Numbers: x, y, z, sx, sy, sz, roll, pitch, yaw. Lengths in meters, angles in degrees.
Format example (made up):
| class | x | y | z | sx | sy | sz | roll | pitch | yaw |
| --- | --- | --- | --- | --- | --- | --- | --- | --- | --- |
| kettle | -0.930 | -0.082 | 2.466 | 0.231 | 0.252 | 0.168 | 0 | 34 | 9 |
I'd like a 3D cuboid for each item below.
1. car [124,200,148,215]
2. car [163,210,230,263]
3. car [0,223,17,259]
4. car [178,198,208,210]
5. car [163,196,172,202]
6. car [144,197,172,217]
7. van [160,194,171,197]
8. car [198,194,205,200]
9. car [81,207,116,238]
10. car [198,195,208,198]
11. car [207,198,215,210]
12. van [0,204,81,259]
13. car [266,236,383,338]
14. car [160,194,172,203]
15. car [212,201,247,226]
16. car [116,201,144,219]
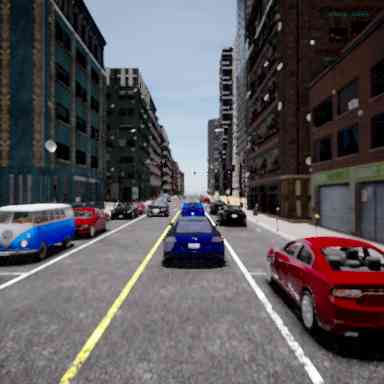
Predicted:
| class | x | y | z | sx | sy | sz | roll | pitch | yaw |
| --- | --- | --- | --- | --- | --- | --- | --- | --- | --- |
| car | -5.680 | 1.588 | 34.291 | 1.802 | 1.307 | 4.206 | 0 | 0 | 0 |
| car | 0.074 | 1.564 | 11.921 | 1.994 | 1.385 | 4.181 | 0 | 0 | 0 |
| car | -5.683 | 1.567 | 6.674 | 1.947 | 1.339 | 4.313 | 0 | 0 | 0 |
| car | 0.080 | 1.481 | 27.452 | 1.882 | 1.535 | 5.008 | 0 | 0 | 0 |
| car | -5.675 | 1.580 | 77.742 | 1.887 | 1.381 | 4.507 | 0 | 0 | 0 |
| car | -3.067 | 1.497 | 30.950 | 2.128 | 1.511 | 4.902 | 0 | 0 | 0 |
| van | -5.675 | 1.367 | 66.686 | 1.690 | 1.788 | 3.998 | 0 | 0 | 0 |
| car | 2.708 | 1.492 | 94.322 | 1.967 | 1.590 | 4.097 | 0 | 0 | 0 |
| car | -5.681 | 1.546 | 17.721 | 1.887 | 1.381 | 4.507 | 0 | 0 | 0 |
| car | 2.704 | 1.607 | 66.684 | 1.802 | 1.307 | 4.206 | 0 | 0 | 0 |
| car | 2.701 | 1.571 | 34.278 | 1.947 | 1.339 | 4.313 | 0 | 0 | 0 |
| van | -5.680 | 1.342 | 12.198 | 1.690 | 1.788 | 3.998 | 0 | 0 | 0 |
| car | 2.698 | 1.545 | 6.661 | 1.887 | 1.381 | 4.507 | 0 | 0 | 0 |
| car | -5.674 | 1.345 | 72.214 | 2.192 | 1.841 | 5.009 | 0 | 0 | 0 |
| car | 2.700 | 1.568 | 23.231 | 1.947 | 1.339 | 4.313 | 0 | 0 | 0 |
| car | -5.680 | 1.570 | 28.768 | 1.947 | 1.339 | 4.313 | 0 | 0 | 0 |
